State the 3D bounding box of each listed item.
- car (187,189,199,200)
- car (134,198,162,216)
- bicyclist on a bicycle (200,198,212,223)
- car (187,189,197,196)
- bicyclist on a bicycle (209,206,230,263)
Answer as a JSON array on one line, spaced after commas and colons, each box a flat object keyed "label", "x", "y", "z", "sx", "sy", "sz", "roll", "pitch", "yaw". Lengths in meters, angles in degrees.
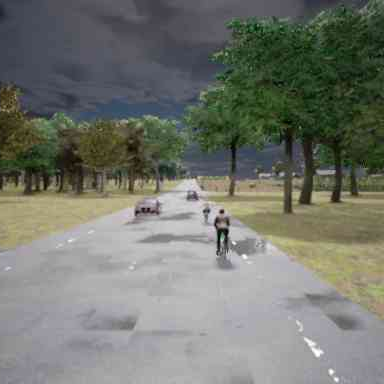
[{"label": "car", "x": 0.103, "y": 0.606, "z": 55.233, "sx": 1.812, "sy": 1.442, "sz": 4.674, "roll": 0, "pitch": 2, "yaw": 0}, {"label": "car", "x": -3.595, "y": 1.185, "z": 27.846, "sx": 1.994, "sy": 1.385, "sz": 4.181, "roll": 0, "pitch": 1, "yaw": 0}, {"label": "bicyclist on a bicycle", "x": 0.944, "y": 1.181, "z": 21.386, "sx": 0.866, "sy": 1.612, "sz": 1.509, "roll": 0, "pitch": 1, "yaw": 0}, {"label": "car", "x": 0.006, "y": 0.117, "z": 73.598, "sx": 2.128, "sy": 1.511, "sz": 4.902, "roll": 0, "pitch": 2, "yaw": 0}, {"label": "bicyclist on a bicycle", "x": 0.964, "y": 1.363, "z": 10.576, "sx": 0.582, "sy": 1.620, "sz": 1.656, "roll": 0, "pitch": 0, "yaw": 0}]
